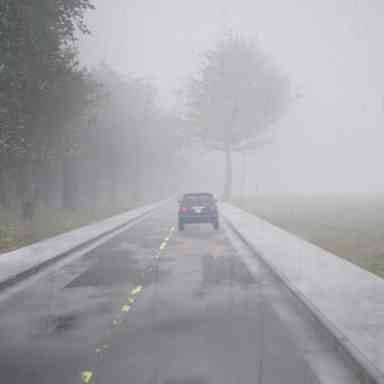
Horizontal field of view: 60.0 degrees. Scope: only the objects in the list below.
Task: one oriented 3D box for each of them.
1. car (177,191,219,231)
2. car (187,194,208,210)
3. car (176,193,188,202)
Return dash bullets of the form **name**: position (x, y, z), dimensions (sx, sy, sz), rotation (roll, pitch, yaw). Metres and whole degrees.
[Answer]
- **car**: position (0.363, 0.986, 19.294), dimensions (2.150, 2.045, 5.566), rotation (-2, 1, 1)
- **car**: position (0.659, 1.041, 37.068), dimensions (2.128, 1.511, 4.902), rotation (-2, 1, 1)
- **car**: position (-1.796, 0.900, 60.950), dimensions (2.033, 1.411, 5.357), rotation (-2, 1, 1)
